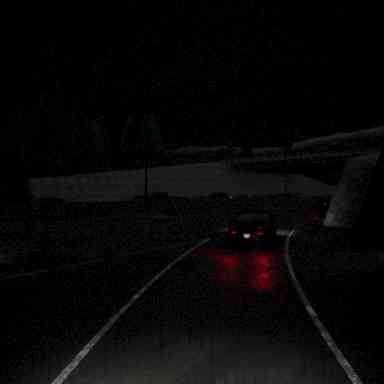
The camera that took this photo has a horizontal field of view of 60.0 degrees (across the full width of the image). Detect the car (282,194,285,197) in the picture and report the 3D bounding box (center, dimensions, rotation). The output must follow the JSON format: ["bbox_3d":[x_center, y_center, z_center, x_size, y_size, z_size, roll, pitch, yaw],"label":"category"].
[{"bbox_3d":[23.678,1.312,87.250,1.882,1.535,5.008,0,0,38],"label":"car"}]

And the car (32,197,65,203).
[{"bbox_3d":[-19.100,1.331,44.225,1.994,1.385,4.181,0,0,38],"label":"car"}]

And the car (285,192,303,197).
[{"bbox_3d":[26.611,1.080,85.316,2.150,2.045,5.566,0,0,38],"label":"car"}]

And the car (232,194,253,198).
[{"bbox_3d":[9.059,1.194,62.948,2.097,1.767,4.553,0,0,38],"label":"car"}]

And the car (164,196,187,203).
[{"bbox_3d":[-3.178,1.379,64.378,1.895,1.301,4.718,0,0,38],"label":"car"}]

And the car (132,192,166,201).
[{"bbox_3d":[-5.718,1.037,49.906,2.150,2.045,5.566,0,0,38],"label":"car"}]

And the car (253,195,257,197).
[{"bbox_3d":[14.380,1.423,75.398,1.895,1.301,4.718,0,0,38],"label":"car"}]

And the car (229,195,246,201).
[{"bbox_3d":[10.524,1.331,76.154,1.812,1.442,4.674,0,0,38],"label":"car"}]

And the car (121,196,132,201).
[{"bbox_3d":[-8.872,1.318,51.550,1.812,1.442,4.674,0,0,38],"label":"car"}]

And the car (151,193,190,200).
[{"bbox_3d":[-2.978,1.324,47.739,2.128,1.511,4.902,0,0,38],"label":"car"}]

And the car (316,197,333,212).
[{"bbox_3d":[15.233,1.308,36.532,2.097,1.767,4.553,0,0,37],"label":"car"}]

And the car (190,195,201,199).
[{"bbox_3d":[1.169,1.325,64.262,1.812,1.442,4.674,0,0,39],"label":"car"}]

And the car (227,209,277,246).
[{"bbox_3d":[2.789,1.491,15.028,1.812,1.442,4.674,0,0,17],"label":"car"}]

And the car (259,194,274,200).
[{"bbox_3d":[19.803,1.291,87.982,1.882,1.535,5.008,0,0,38],"label":"car"}]

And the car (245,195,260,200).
[{"bbox_3d":[16.173,1.388,89.025,1.895,1.301,4.718,0,0,38],"label":"car"}]

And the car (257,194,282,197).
[{"bbox_3d":[17.112,1.387,73.211,2.033,1.411,5.357,0,0,38],"label":"car"}]

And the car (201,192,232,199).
[{"bbox_3d":[4.767,1.041,63.186,2.150,2.045,5.566,0,0,39],"label":"car"}]
